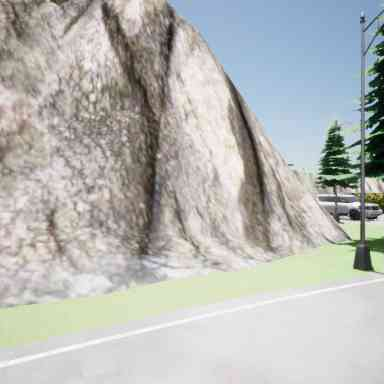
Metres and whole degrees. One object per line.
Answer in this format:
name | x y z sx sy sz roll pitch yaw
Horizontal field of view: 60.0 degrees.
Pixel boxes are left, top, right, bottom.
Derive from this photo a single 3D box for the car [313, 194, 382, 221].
car | 12.662 1.224 27.532 2.150 2.045 5.566 0 0 -27
